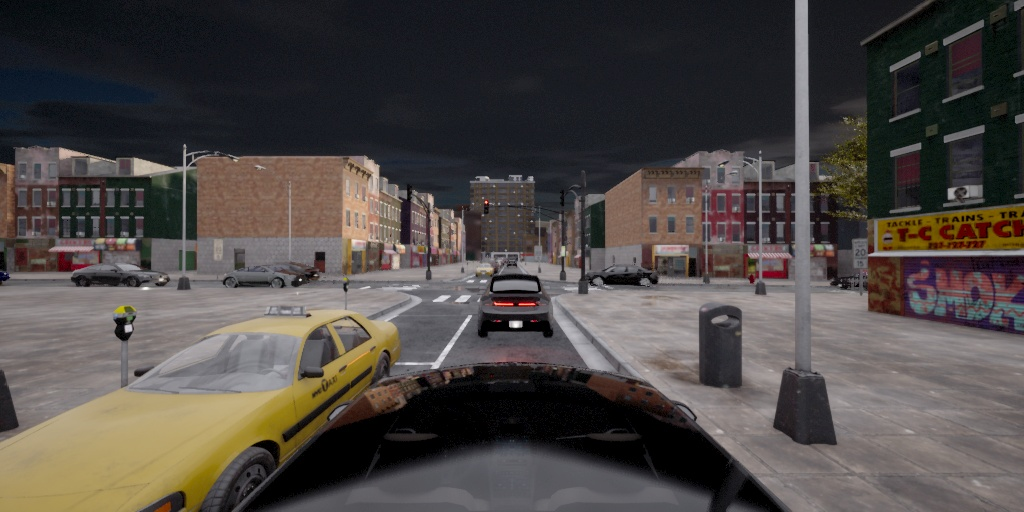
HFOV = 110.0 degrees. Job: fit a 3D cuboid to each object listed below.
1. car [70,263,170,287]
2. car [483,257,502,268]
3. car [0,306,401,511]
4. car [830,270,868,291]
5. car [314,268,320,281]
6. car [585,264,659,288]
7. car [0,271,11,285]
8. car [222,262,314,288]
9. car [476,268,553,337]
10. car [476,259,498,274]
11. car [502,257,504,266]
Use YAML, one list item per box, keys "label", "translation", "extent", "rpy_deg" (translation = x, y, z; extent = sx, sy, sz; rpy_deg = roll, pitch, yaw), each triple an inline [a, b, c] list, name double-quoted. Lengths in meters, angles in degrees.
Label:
- label: "car"
  translation: [-23.022, 1.120, 21.133]
  extent: [4.674, 1.442, 1.812]
  rpy_deg: [0, 0, 0]
- label: "car"
  translation: [-2.685, 1.100, 41.507]
  extent: [2.192, 1.841, 5.009]
  rpy_deg: [0, 0, 0]
- label: "car"
  translation: [-2.640, 1.275, 3.937]
  extent: [1.751, 1.417, 4.829]
  rpy_deg: [0, 0, 0]
- label: "car"
  translation: [24.946, 1.661, 24.379]
  extent: [5.357, 1.411, 2.033]
  rpy_deg: [1, 0, 0]
- label: "car"
  translation: [-15.674, 1.141, 24.135]
  extent: [5.008, 1.535, 1.882]
  rpy_deg: [0, 0, 0]
- label: "car"
  translation: [7.331, 1.333, 24.460]
  extent: [5.008, 1.535, 1.882]
  rpy_deg: [1, 0, 2]
- label: "car"
  translation: [-32.919, 1.144, 21.071]
  extent: [4.718, 1.301, 1.895]
  rpy_deg: [0, 0, 0]
- label: "car"
  translation: [-14.501, 1.220, 21.183]
  extent: [4.181, 1.385, 1.994]
  rpy_deg: [0, 0, 0]
- label: "car"
  translation: [0.086, 1.257, 10.320]
  extent: [1.837, 1.490, 4.892]
  rpy_deg: [0, 0, 0]
- label: "car"
  translation: [-2.678, 1.302, 35.894]
  extent: [1.751, 1.417, 4.829]
  rpy_deg: [0, 0, 0]
- label: "car"
  translation: [-2.710, 1.358, 63.112]
  extent: [1.751, 1.417, 4.829]
  rpy_deg: [0, 0, 0]
